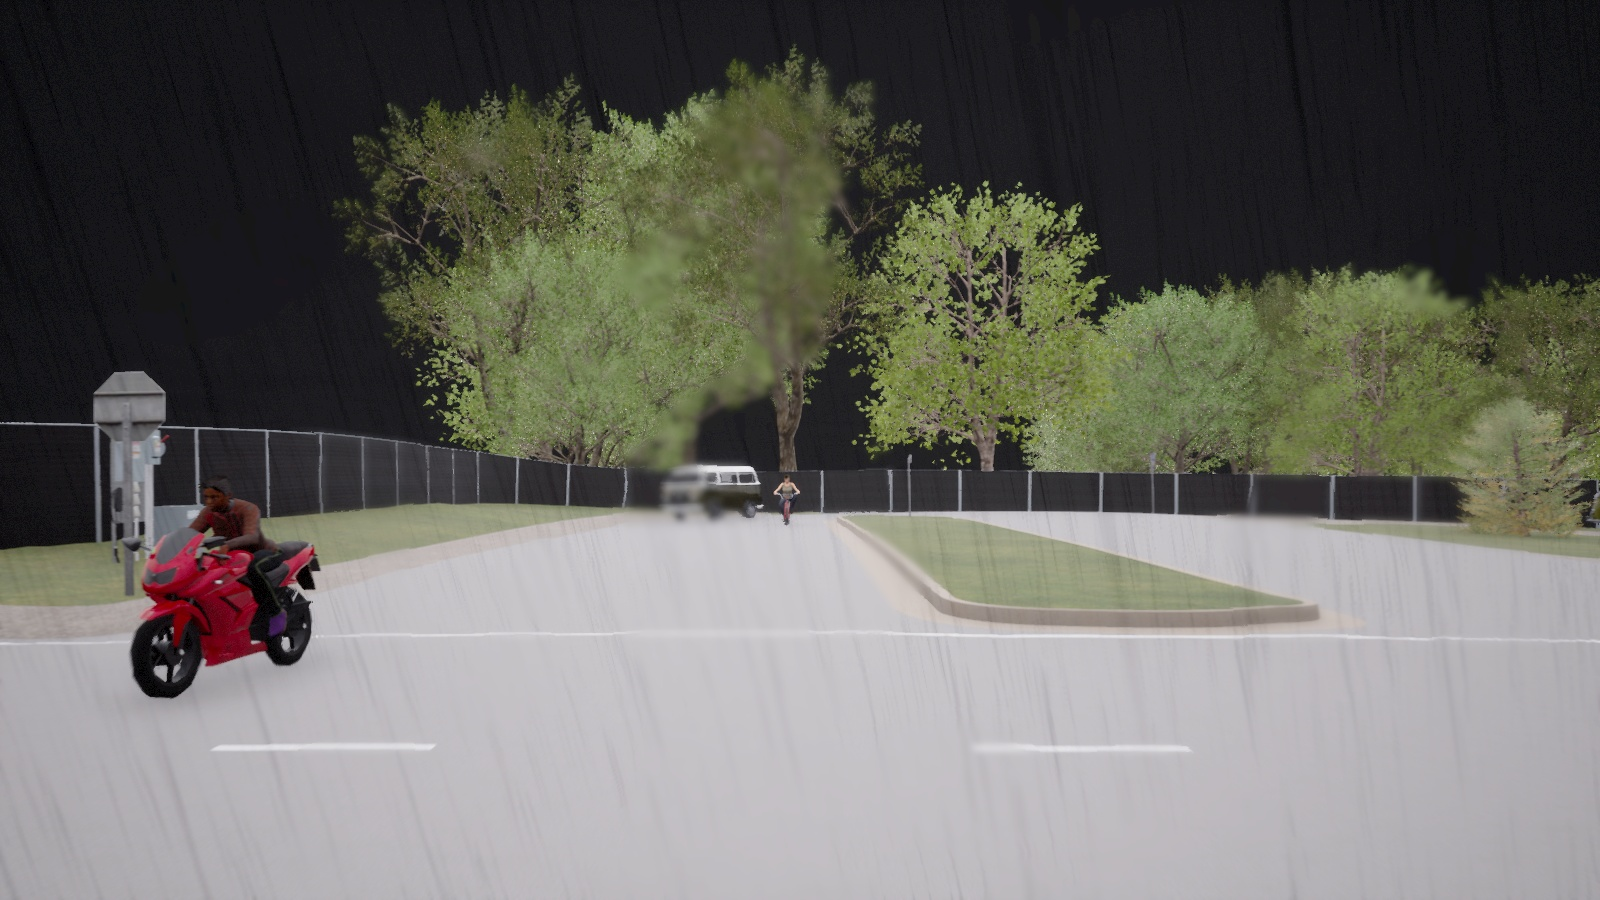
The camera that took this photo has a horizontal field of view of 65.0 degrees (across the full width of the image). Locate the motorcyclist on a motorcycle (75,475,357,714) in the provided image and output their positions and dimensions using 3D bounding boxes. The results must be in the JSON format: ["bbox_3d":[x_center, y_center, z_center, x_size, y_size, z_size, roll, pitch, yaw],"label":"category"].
[{"bbox_3d":[-4.187,0.973,9.227,0.797,1.523,2.044,-2,-1,11],"label":"motorcyclist on a motorcycle"}]

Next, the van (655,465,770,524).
[{"bbox_3d":[-3.226,1.652,47.214,2.069,2.038,4.480,-4,-2,31],"label":"van"}]

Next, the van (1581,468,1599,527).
[{"bbox_3d":[28.959,1.689,42.047,4.442,1.987,1.775,2,0,43],"label":"van"}]

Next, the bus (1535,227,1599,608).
[{"bbox_3d":[10.994,-0.417,10.113,3.944,4.253,10.273,0,-1,-1],"label":"bus"}]
